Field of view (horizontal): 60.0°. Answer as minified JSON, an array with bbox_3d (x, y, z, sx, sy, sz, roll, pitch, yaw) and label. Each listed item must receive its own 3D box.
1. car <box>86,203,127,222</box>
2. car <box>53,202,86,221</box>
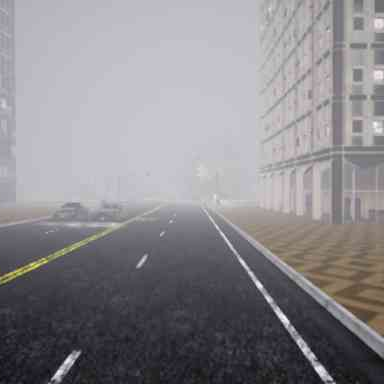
[{"bbox_3d":[-6.594,1.580,27.135,2.033,1.411,5.357,0,0,0],"label":"car"},{"bbox_3d":[-9.841,1.558,27.549,1.812,1.442,4.674,0,0,0],"label":"car"}]
